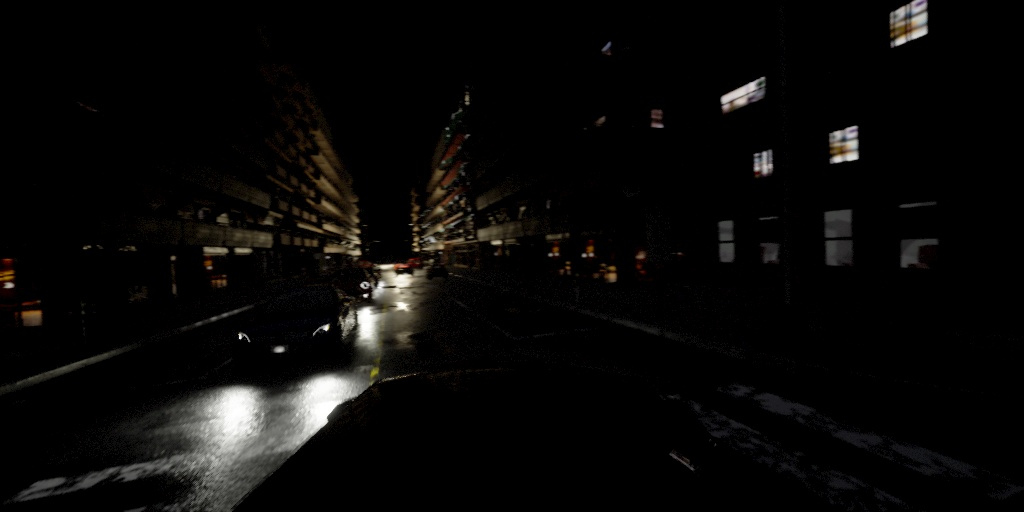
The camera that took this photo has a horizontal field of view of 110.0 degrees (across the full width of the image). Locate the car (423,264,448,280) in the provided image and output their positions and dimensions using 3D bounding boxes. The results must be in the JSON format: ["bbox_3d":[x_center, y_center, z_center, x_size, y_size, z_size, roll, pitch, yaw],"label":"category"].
[{"bbox_3d":[-6.789,1.393,32.573,1.802,1.307,4.207,0,0,-18],"label":"car"}]

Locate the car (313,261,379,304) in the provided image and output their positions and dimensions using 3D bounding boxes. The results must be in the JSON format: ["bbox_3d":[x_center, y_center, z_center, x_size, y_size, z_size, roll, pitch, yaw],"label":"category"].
[{"bbox_3d":[-7.821,1.343,17.359,2.097,1.767,4.553,-3,1,-18],"label":"car"}]

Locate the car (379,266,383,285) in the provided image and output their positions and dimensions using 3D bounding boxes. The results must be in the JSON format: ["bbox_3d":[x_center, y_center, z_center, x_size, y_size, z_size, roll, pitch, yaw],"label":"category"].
[{"bbox_3d":[-10.857,1.620,26.542,1.994,1.385,4.181,-3,1,-18],"label":"car"}]

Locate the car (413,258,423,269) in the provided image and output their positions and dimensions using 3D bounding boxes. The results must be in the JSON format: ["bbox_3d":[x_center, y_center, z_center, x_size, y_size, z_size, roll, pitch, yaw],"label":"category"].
[{"bbox_3d":[-15.748,1.314,59.439,2.192,1.841,5.009,0,0,-18],"label":"car"}]

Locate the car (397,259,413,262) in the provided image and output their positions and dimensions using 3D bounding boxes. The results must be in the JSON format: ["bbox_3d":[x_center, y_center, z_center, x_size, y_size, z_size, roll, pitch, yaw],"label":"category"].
[{"bbox_3d":[-15.832,1.425,51.486,2.097,1.767,4.553,-3,0,-18],"label":"car"}]

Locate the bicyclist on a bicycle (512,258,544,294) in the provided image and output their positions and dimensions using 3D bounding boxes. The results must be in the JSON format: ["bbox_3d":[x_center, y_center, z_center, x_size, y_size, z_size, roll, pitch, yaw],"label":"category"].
[{"bbox_3d":[0.720,0.901,16.674,1.656,1.620,0.582,-5,1,-18],"label":"bicyclist on a bicycle"}]

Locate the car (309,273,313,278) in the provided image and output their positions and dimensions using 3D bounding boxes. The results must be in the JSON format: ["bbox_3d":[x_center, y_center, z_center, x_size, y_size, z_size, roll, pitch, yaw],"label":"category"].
[{"bbox_3d":[-12.887,1.717,24.502,1.888,1.381,4.507,0,0,-18],"label":"car"}]

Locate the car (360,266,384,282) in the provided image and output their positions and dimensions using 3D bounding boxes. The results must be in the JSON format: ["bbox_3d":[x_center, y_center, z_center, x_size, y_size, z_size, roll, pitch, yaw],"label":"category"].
[{"bbox_3d":[-14.059,1.725,36.239,1.895,1.301,4.718,-3,1,-18],"label":"car"}]

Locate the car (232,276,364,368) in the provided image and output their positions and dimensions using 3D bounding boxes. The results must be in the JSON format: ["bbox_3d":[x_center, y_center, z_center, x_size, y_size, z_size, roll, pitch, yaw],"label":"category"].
[{"bbox_3d":[-4.954,1.453,8.807,1.812,1.442,4.674,-3,0,-17],"label":"car"}]

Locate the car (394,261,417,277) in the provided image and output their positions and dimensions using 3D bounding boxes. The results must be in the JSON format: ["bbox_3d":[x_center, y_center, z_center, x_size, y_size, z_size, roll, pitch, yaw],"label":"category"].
[{"bbox_3d":[-12.009,1.594,40.058,1.895,1.301,4.718,-3,1,-18],"label":"car"}]
